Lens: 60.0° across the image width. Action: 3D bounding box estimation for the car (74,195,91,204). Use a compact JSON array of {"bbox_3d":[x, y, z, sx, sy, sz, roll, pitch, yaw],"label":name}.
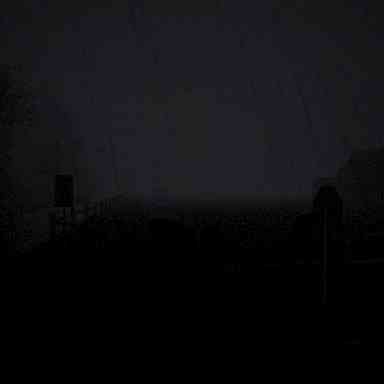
[{"bbox_3d":[-16.534,1.108,50.390,1.994,1.385,4.181,0,1,-9],"label":"car"}]
